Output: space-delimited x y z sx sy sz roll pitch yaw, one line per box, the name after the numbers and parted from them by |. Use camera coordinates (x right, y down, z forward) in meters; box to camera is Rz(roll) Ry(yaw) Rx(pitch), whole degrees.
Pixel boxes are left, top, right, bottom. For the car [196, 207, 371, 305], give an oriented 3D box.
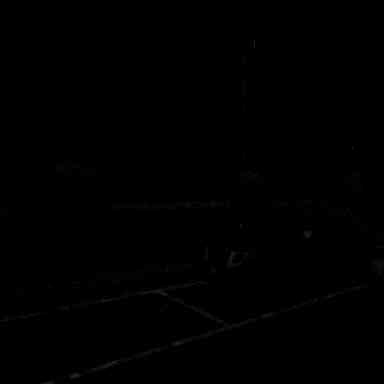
2.501 1.338 8.323 5.009 1.841 2.192 0 0 -36 | car
